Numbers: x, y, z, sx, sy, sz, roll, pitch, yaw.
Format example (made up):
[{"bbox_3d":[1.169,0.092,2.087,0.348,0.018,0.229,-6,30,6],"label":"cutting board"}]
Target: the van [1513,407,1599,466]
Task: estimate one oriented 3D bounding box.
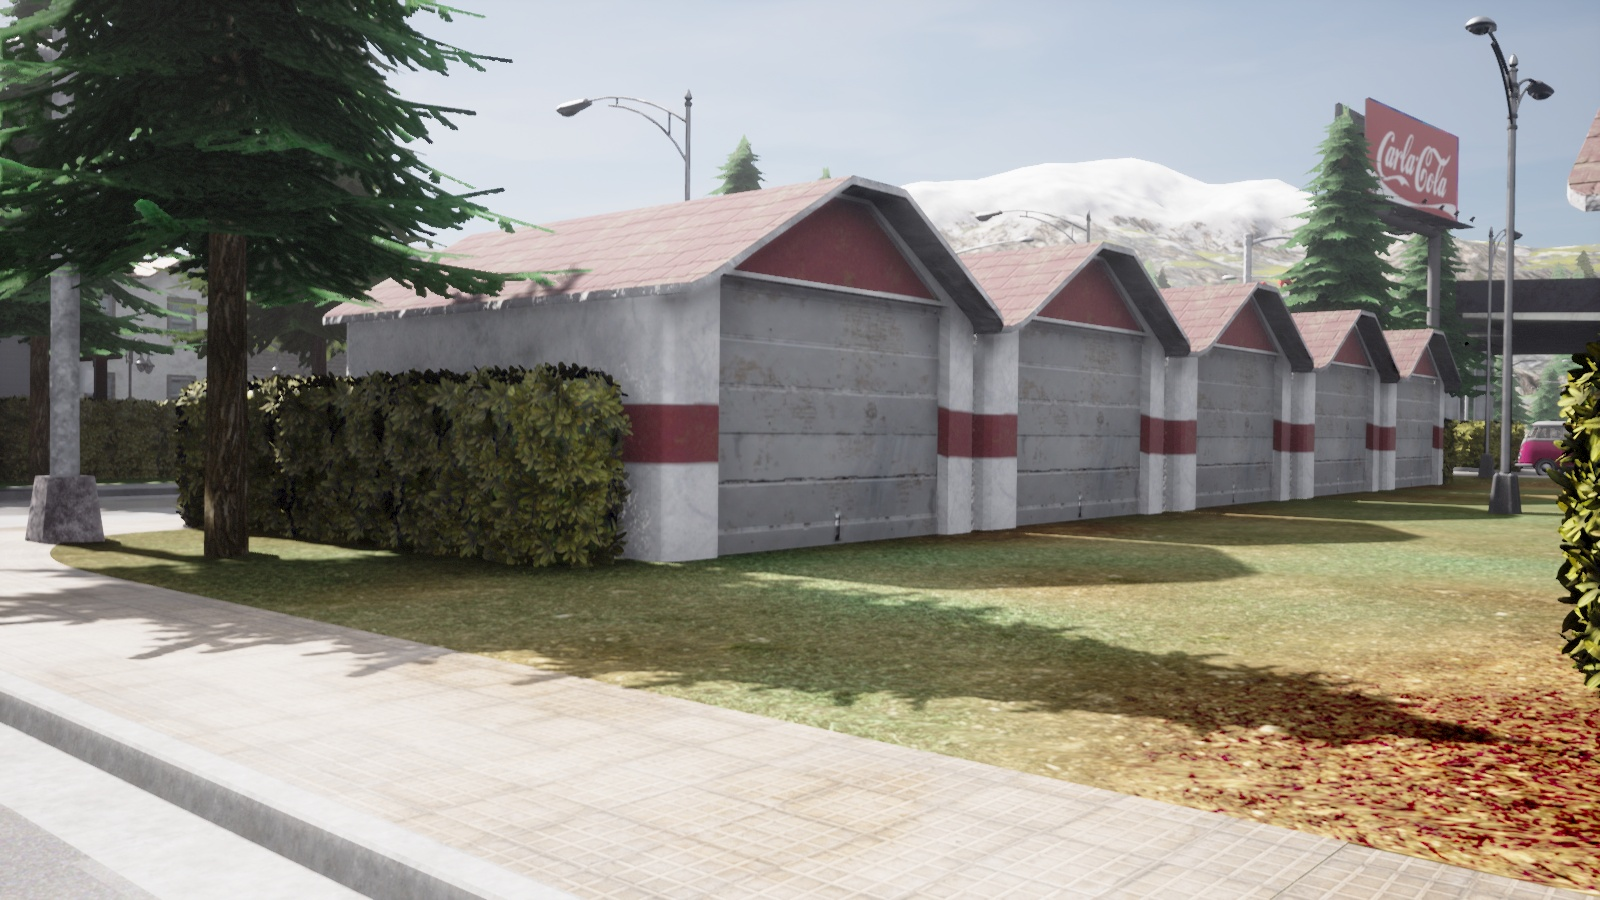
[{"bbox_3d":[27.249,-0.473,43.201,4.442,1.987,1.775,1,1,40],"label":"van"}]
